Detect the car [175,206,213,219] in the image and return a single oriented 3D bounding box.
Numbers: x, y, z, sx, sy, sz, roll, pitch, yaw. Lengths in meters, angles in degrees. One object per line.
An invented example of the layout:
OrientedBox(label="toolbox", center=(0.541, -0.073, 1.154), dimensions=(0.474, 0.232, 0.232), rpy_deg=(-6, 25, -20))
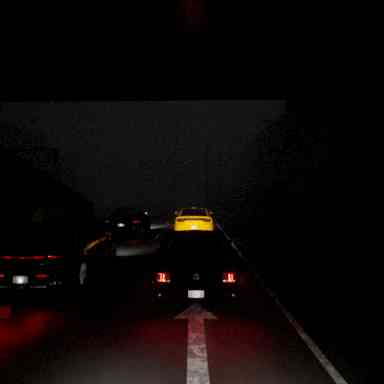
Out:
OrientedBox(label="car", center=(0.090, 1.477, 17.709), dimensions=(1.882, 1.535, 5.008), rpy_deg=(0, 0, 0))

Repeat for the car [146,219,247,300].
OrientedBox(label="car", center=(0.087, 1.601, 8.366), dimensions=(1.895, 1.301, 4.718), rpy_deg=(0, 0, 0))

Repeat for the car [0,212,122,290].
OrientedBox(label="car", center=(-3.412, 1.504, 9.038), dimensions=(1.837, 1.490, 4.892), rpy_deg=(0, 0, 0))

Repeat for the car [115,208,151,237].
OrientedBox(label="car", center=(-3.410, 1.563, 17.987), dimensions=(1.994, 1.385, 4.181), rpy_deg=(0, 0, 0))
